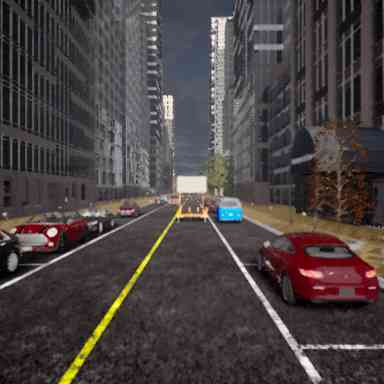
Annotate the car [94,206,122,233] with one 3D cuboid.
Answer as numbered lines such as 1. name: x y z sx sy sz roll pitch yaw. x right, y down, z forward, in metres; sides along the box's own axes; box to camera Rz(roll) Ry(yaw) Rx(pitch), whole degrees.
1. car: -5.698 1.551 19.223 2.008 1.369 4.403 0 0 0

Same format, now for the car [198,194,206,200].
1. car: 2.654 1.381 87.532 1.967 1.590 4.097 0 0 0

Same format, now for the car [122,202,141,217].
1. car: -5.703 1.579 30.607 1.802 1.307 4.206 0 0 0

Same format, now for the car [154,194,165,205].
1. car: -5.715 1.536 59.070 2.008 1.369 4.403 0 0 0

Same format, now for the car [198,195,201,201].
1. car: 2.663 1.531 64.763 2.008 1.369 4.403 0 0 0

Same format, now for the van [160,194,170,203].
1. van: -5.719 1.313 70.455 1.690 1.788 3.998 0 0 0

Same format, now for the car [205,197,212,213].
1. car: 2.675 1.577 36.300 1.802 1.307 4.206 0 0 0

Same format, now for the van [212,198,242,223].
1. van: 2.680 1.340 24.916 1.690 1.788 3.998 0 0 0

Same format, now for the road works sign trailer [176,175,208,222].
1. road works sign trailer: -0.011 0.463 25.933 2.380 3.560 2.880 0 0 0

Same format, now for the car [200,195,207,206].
1. car: 2.668 1.571 53.378 1.802 1.307 4.206 0 0 0

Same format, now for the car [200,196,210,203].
1. car: 2.661 1.523 70.455 2.008 1.369 4.403 0 0 0

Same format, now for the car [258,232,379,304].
1. car: 2.687 1.585 7.839 1.802 1.307 4.206 0 0 0

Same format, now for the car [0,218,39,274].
1. car: -5.694 1.554 7.837 2.008 1.369 4.403 0 0 0

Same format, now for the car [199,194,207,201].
1. car: 2.656 1.392 81.840 1.967 1.590 4.097 0 0 0

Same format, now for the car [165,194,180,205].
1. car: -3.082 1.338 57.887 2.097 1.767 4.553 0 0 0

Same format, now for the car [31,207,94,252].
1. car: -5.696 1.443 13.531 1.967 1.590 4.097 0 0 0
